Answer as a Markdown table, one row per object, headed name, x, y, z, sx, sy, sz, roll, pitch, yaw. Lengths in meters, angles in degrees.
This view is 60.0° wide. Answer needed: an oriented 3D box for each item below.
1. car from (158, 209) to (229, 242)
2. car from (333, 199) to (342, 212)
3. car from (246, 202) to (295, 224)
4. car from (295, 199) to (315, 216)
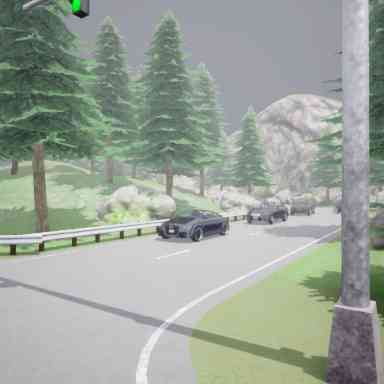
| name | x | y | z | sx | sy | sz | roll | pitch | yaw |
| --- | --- | --- | --- | --- | --- | --- | --- | --- | --- |
| car | 0.189 | 1.580 | 16.688 | 1.994 | 1.385 | 4.181 | 0 | 0 | 34 |
| car | 17.247 | 1.564 | 37.749 | 2.128 | 1.511 | 4.902 | 1 | 0 | 16 |
| car | 5.738 | 1.509 | 24.941 | 2.128 | 1.511 | 4.902 | 0 | 0 | 34 |
| car | 11.222 | 1.524 | 33.563 | 1.837 | 1.490 | 4.892 | 0 | 0 | 27 |
